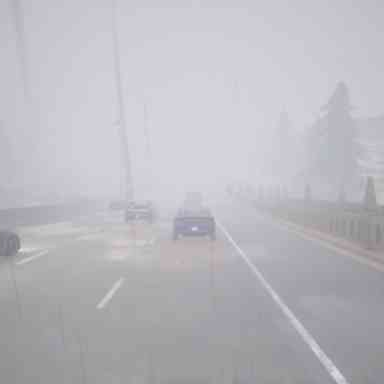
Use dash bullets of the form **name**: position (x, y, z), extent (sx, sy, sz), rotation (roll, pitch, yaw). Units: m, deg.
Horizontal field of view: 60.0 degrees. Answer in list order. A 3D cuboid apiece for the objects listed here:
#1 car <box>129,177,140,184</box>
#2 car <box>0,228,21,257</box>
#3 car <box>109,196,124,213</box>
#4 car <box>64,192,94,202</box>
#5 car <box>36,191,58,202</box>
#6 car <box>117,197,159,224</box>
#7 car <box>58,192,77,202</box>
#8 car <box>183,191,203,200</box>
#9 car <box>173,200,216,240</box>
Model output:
- **car**: position (-13.911, -2.912, 80.942), extent (1.812, 1.442, 4.674), rotation (0, 7, 0)
- **car**: position (-6.898, 1.484, 9.777), extent (1.994, 1.385, 4.181), rotation (0, 0, 0)
- **car**: position (-6.894, 1.200, 33.410), extent (1.882, 1.535, 5.008), rotation (0, 0, 0)
- **car**: position (-14.054, 1.112, 42.100), extent (1.895, 1.301, 4.718), rotation (0, 2, 0)
- **car**: position (-21.033, 0.619, 48.941), extent (1.882, 1.535, 5.008), rotation (0, 4, 1)
- **car**: position (-3.396, 1.301, 22.942), extent (2.128, 1.511, 4.902), rotation (0, 0, 0)
- **car**: position (-17.534, 0.705, 48.953), extent (1.994, 1.385, 4.181), rotation (0, 4, 1)
- **car**: position (0.106, 0.854, 38.773), extent (2.150, 2.045, 5.566), rotation (0, 1, 0)
- **car**: position (0.103, 1.346, 16.097), extent (1.882, 1.535, 5.008), rotation (0, 0, 0)
